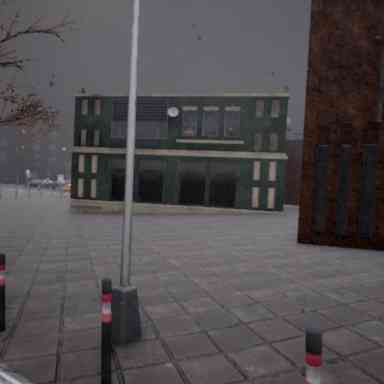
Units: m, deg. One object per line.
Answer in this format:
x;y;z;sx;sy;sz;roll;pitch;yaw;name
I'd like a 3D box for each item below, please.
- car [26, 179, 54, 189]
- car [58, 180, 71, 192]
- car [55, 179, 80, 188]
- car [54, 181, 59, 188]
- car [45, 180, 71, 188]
-29.157;-1.622;62.732;4.553;1.767;2.185;3;3;20;car
-18.935;-0.697;54.535;1.882;1.535;5.008;3;2;20;car
-26.352;-1.833;70.515;4.553;1.767;2.185;3;3;20;car
-28.261;-1.566;65.348;5.008;1.535;2.097;3;3;20;car
-27.321;-1.597;67.939;4.674;1.452;2.002;3;3;20;car
